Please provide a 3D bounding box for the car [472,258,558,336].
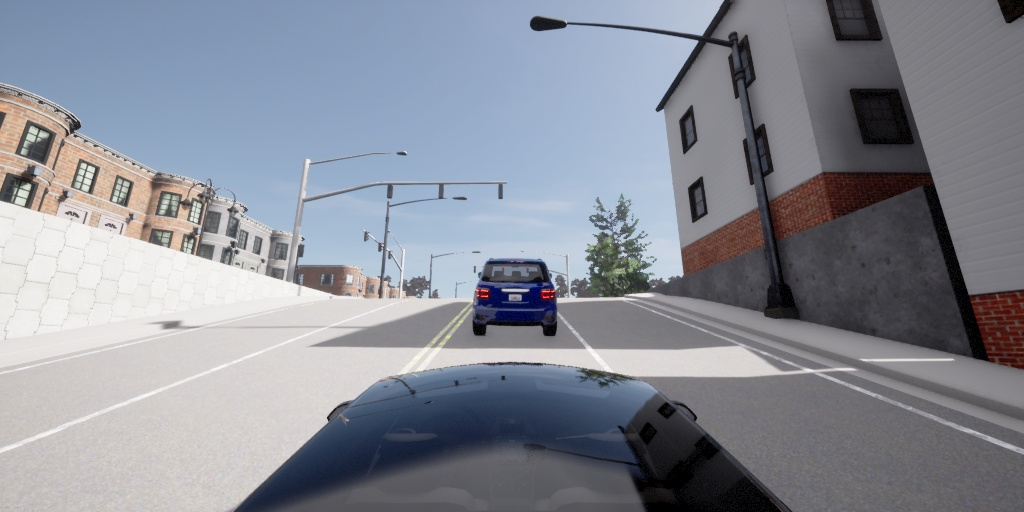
[{"bbox_3d":[0.087,1.097,11.008,2.150,2.045,5.566,1,-1,0],"label":"car"}]
